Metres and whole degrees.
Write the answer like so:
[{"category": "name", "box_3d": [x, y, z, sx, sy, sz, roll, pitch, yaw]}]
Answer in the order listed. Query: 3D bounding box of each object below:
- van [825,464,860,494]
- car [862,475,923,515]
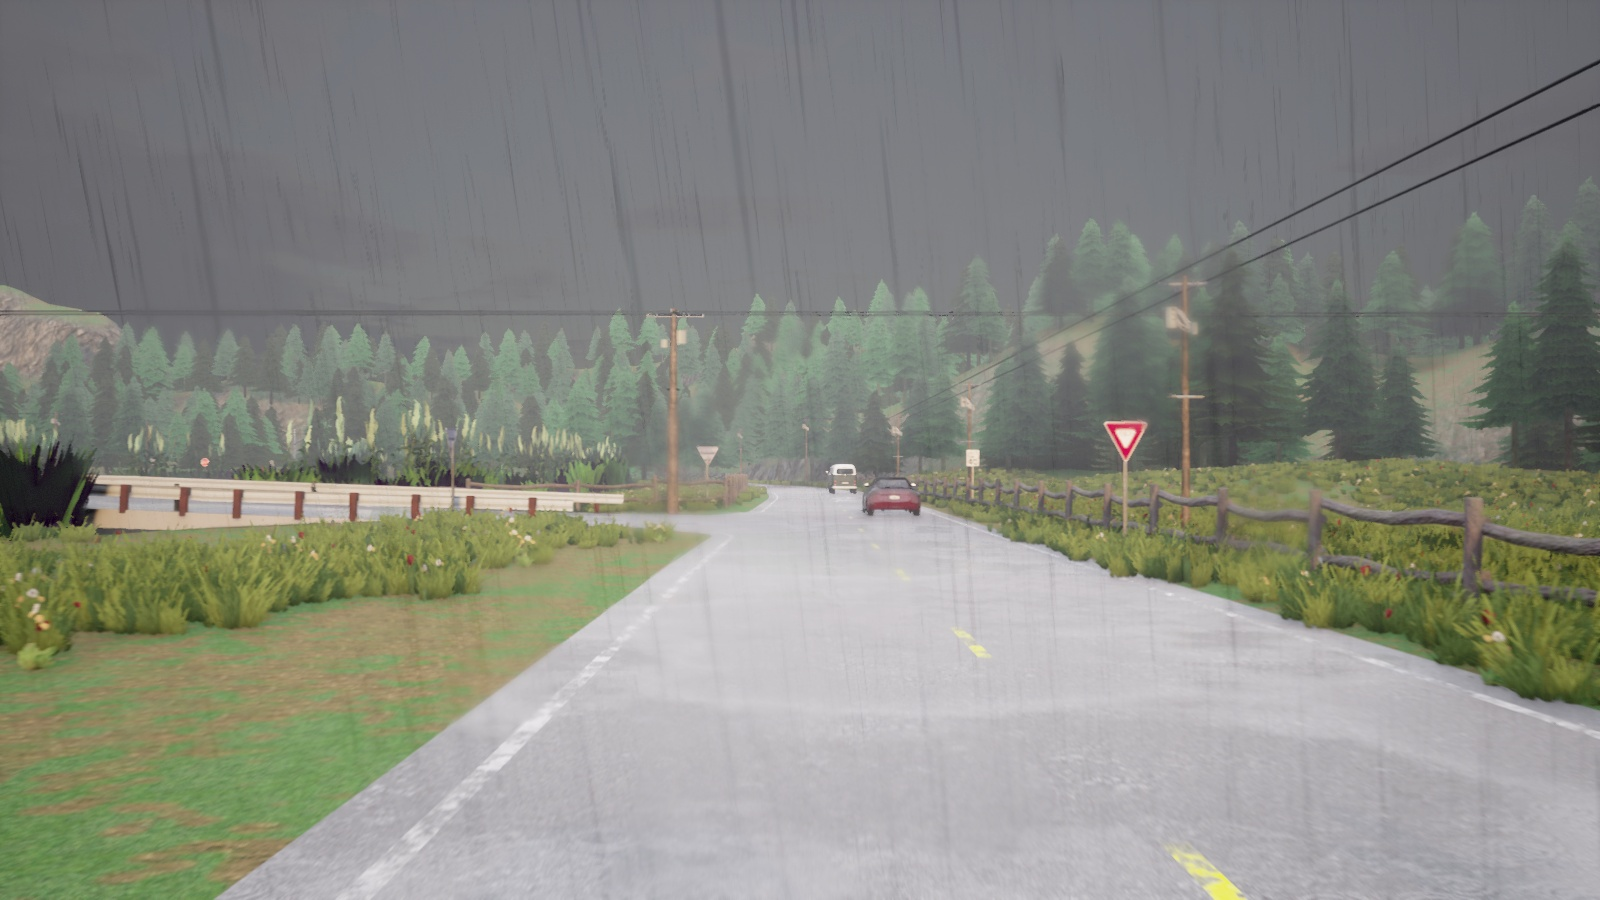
[{"category": "van", "box_3d": [2.963, 1.999, 88.016, 2.069, 2.038, 4.480, 0, -1, -3]}, {"category": "car", "box_3d": [3.355, 1.641, 46.289, 1.994, 1.385, 4.181, 0, -1, 1]}]
